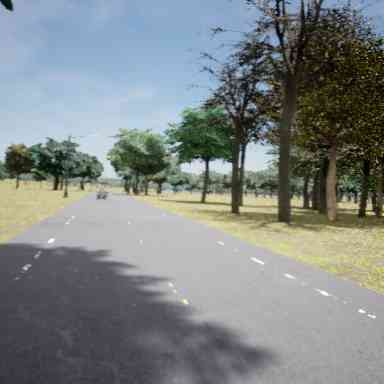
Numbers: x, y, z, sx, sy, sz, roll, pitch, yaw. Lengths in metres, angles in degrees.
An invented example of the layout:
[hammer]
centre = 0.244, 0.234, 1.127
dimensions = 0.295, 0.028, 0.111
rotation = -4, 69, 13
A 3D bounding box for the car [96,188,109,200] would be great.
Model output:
[car]
centre = -14.884, 0.496, 54.992
dimensions = 1.837, 1.490, 4.892
rotation = 3, 0, -15
